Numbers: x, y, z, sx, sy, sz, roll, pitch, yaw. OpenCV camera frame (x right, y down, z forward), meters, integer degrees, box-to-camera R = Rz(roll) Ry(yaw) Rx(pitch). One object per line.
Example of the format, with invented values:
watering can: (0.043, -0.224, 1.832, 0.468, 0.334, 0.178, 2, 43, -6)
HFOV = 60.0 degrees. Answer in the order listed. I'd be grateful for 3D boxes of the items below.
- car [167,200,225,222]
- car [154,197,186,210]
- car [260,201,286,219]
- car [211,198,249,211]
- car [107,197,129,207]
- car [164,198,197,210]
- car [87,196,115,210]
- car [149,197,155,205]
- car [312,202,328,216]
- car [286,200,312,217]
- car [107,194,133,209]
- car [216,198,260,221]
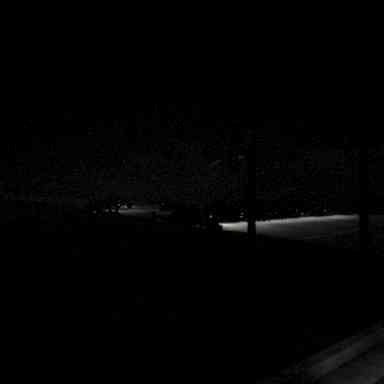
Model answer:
car: (0.218, 1.595, 25.660, 1.994, 1.385, 4.181, 0, 0, -36)
car: (-2.296, 1.527, 41.075, 1.882, 1.535, 5.008, 0, 0, -36)
car: (5.713, 1.548, 30.009, 1.837, 1.490, 4.892, 0, 0, -36)
car: (4.834, 1.549, 43.164, 2.128, 1.511, 4.902, 0, 0, -36)
car: (-12.281, 1.587, 55.019, 1.837, 1.490, 4.892, 0, 0, -36)
car: (-1.694, 1.604, 46.215, 2.033, 1.411, 5.357, 0, 0, -36)
car: (-11.917, 1.606, 42.449, 1.994, 1.385, 4.181, 0, 0, -36)
car: (-5.926, 1.593, 58.160, 1.812, 1.442, 4.674, 0, 0, -36)
car: (11.441, 1.558, 34.037, 1.837, 1.490, 4.892, 0, 0, -36)
car: (8.440, 1.596, 32.208, 2.033, 1.411, 5.357, 0, 0, -36)
car: (-10.224, 1.271, 46.092, 2.150, 2.045, 5.566, 0, 0, -35)
car: (3.016, 1.538, 27.764, 1.837, 1.490, 4.892, 0, 1, -36)
